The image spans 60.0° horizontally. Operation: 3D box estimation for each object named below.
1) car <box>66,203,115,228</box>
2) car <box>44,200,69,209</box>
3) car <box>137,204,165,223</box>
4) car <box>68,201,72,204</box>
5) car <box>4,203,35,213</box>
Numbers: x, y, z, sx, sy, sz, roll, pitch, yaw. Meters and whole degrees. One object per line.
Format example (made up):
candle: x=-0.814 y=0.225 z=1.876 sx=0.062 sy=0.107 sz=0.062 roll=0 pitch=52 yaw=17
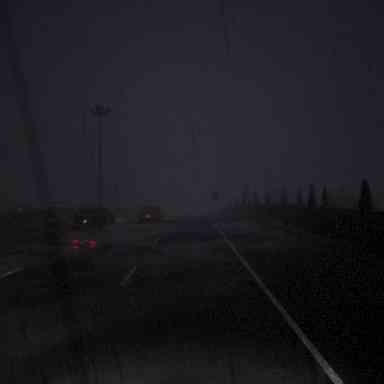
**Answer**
car: x=-6.891 y=1.701 z=23.917 sx=2.128 sy=1.511 sz=4.902 roll=0 pitch=0 yaw=0
car: x=-17.570 y=2.101 z=44.341 sx=2.150 sy=2.045 sz=5.566 roll=0 pitch=-4 yaw=0
car: x=-3.390 y=1.723 z=27.953 sx=1.882 sy=1.535 sz=5.008 roll=0 pitch=0 yaw=0
car: x=-14.075 y=2.338 z=43.672 sx=1.837 sy=1.490 sz=4.892 roll=0 pitch=-4 yaw=0
car: x=-21.075 y=2.144 z=40.843 sx=2.128 sy=1.511 sz=4.902 roll=0 pitch=-3 yaw=0
